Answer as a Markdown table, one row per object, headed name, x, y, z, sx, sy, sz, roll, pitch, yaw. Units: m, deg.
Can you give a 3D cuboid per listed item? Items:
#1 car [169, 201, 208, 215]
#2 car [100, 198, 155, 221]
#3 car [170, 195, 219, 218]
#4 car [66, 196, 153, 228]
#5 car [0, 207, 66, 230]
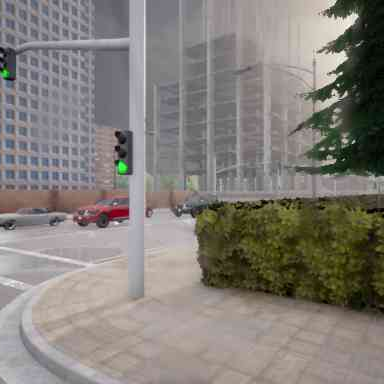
| name | x | y | z | sx | sy | sz | roll | pitch | yaw |
| --- | --- | --- | --- | --- | --- | --- | --- | --- | --- |
| car | -0.309 | 1.656 | 36.444 | 1.895 | 1.301 | 4.718 | 0 | 0 | 36 |
| car | -5.536 | 1.407 | 29.130 | 2.097 | 1.767 | 4.553 | 0 | 0 | 35 |
| car | 0.528 | 1.277 | 31.595 | 2.150 | 2.045 | 5.566 | 0 | 0 | 36 |
| car | -5.508 | 1.277 | 23.168 | 2.150 | 2.045 | 5.566 | 0 | 0 | 33 |
| car | -10.750 | 1.656 | 21.801 | 1.895 | 1.301 | 4.718 | 0 | 0 | 35 |
